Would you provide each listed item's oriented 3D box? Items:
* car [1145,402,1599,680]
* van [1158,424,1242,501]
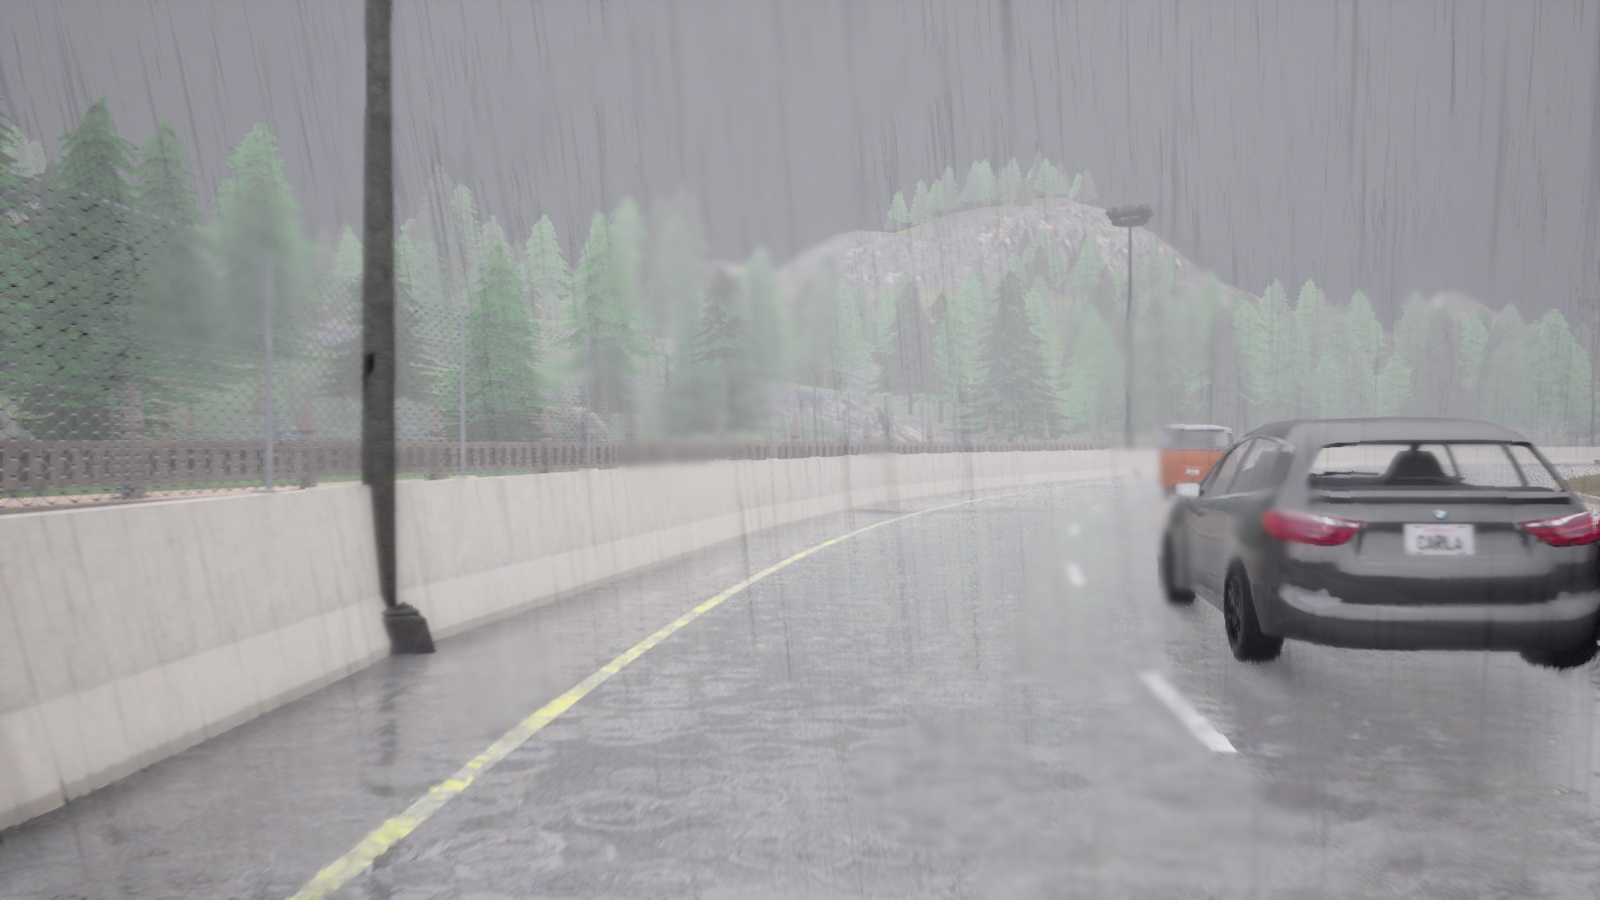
[{"bbox_3d":[4.214,0.539,9.945,2.242,1.667,4.611,0,0,8],"label":"car"},{"bbox_3d":[11.102,0.316,34.672,1.775,1.987,4.442,0,0,23],"label":"van"}]
